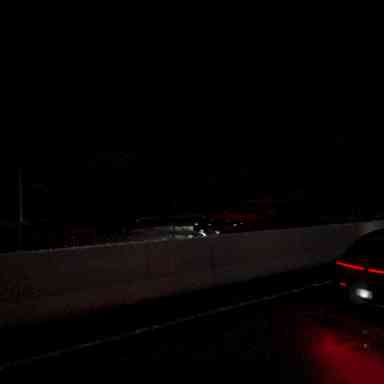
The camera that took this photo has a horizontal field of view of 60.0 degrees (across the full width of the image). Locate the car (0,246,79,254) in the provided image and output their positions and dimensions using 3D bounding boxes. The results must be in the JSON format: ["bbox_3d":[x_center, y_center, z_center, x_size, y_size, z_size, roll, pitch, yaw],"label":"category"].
[{"bbox_3d":[-6.153,1.615,12.428,4.718,1.301,1.895,0,0,-35],"label":"car"}]

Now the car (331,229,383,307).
[{"bbox_3d":[5.038,1.559,7.338,4.892,1.490,1.837,0,0,-35],"label":"car"}]

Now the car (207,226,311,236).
[{"bbox_3d":[3.280,1.294,14.813,5.566,2.045,2.150,1,0,-35],"label":"car"}]
